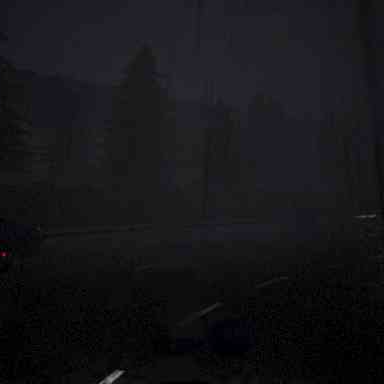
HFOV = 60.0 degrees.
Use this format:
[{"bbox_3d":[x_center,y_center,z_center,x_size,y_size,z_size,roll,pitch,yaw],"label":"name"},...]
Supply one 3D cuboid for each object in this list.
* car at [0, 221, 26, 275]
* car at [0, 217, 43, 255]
[{"bbox_3d":[-5.992,1.461,5.846,2.033,1.411,5.357,1,0,22],"label":"car"},{"bbox_3d":[-7.166,1.467,10.867,1.994,1.385,4.181,1,0,35],"label":"car"}]
